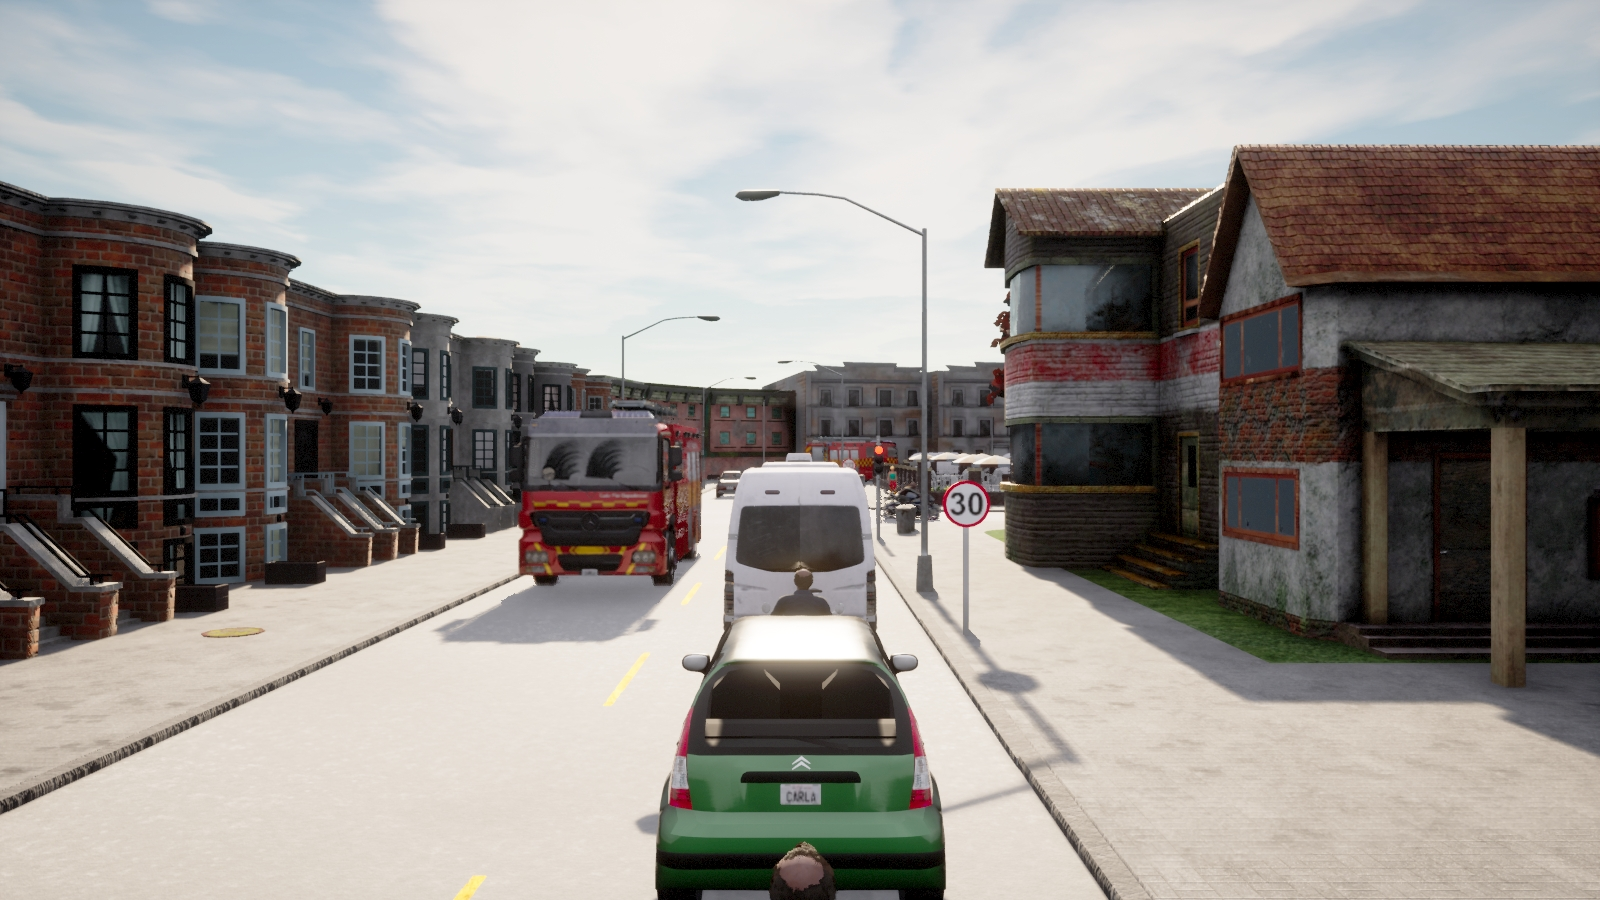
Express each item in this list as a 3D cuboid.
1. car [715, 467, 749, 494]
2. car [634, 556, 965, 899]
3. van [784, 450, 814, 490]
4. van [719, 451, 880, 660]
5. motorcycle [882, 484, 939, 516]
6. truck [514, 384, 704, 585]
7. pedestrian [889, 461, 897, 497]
[{"bbox_3d":[-4.014,1.781,67.520,1.789,1.549,3.705,0,0,0],"label":"car"},{"bbox_3d":[-0.003,1.776,8.384,1.851,1.617,3.988,0,0,0],"label":"car"},{"bbox_3d":[-0.059,1.286,76.777,1.988,2.561,5.915,0,0,0],"label":"van"},{"bbox_3d":[-0.006,1.308,17.043,1.988,2.561,5.915,0,0,0],"label":"van"},{"bbox_3d":[4.373,1.968,45.064,2.209,1.251,0.867,0,-2,9],"label":"motorcycle"},{"bbox_3d":[-4.003,0.660,25.995,2.891,3.827,8.468,0,0,0],"label":"truck"},{"bbox_3d":[4.768,1.494,58.738,0.375,1.860,0.375,0,0,0],"label":"pedestrian"}]
